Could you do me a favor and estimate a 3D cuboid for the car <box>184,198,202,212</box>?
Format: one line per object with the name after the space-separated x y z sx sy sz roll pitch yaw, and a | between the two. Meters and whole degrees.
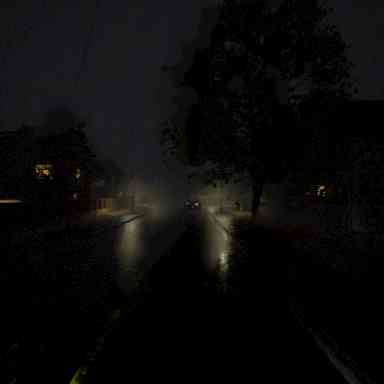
0.110 1.481 38.768 2.128 1.511 4.902 0 0 0 | car

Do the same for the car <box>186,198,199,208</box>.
0.043 1.613 49.598 1.895 1.301 4.718 0 0 0 | car
